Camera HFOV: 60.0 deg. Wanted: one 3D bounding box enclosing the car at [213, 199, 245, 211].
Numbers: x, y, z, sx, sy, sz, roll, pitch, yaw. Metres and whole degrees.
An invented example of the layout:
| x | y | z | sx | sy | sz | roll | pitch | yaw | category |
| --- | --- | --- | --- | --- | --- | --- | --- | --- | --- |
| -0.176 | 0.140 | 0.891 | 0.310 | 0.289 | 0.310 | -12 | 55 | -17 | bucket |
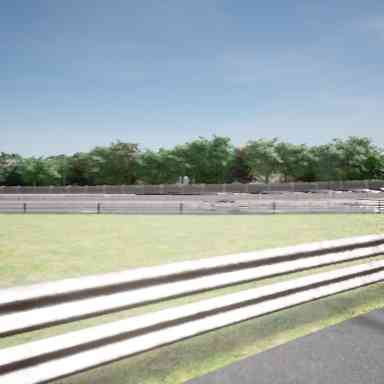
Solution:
| x | y | z | sx | sy | sz | roll | pitch | yaw | category |
| --- | --- | --- | --- | --- | --- | --- | --- | --- | --- |
| 4.927 | 1.597 | 41.625 | 4.674 | 1.442 | 1.812 | -1 | 2 | 13 | car |
